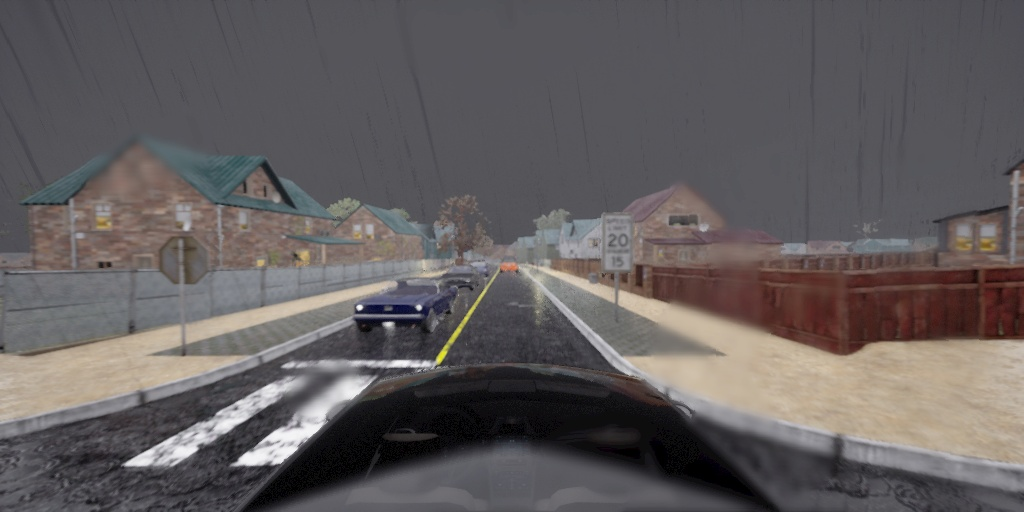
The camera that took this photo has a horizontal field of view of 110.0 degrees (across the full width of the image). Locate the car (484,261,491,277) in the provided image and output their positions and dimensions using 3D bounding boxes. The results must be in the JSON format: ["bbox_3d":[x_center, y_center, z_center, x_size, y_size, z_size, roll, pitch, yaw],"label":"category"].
[{"bbox_3d":[-3.103,1.215,34.080,1.812,1.442,4.674,0,0,0],"label":"car"}]

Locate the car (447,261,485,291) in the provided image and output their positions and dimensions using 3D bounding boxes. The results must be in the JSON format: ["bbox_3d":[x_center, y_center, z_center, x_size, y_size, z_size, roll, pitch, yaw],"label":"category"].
[{"bbox_3d":[-3.001,1.243,21.700,2.033,1.411,5.357,0,0,0],"label":"car"}]

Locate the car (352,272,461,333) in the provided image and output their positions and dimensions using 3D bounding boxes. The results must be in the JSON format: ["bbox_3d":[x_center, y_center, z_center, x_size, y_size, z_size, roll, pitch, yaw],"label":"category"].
[{"bbox_3d":[-2.941,1.325,10.820,1.895,1.301,4.718,0,0,1],"label":"car"}]

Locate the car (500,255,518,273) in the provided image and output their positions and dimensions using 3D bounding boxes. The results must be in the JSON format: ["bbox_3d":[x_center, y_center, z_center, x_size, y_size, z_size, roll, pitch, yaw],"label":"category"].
[{"bbox_3d":[-0.345,1.048,42.241,2.097,1.767,4.553,0,0,-1],"label":"car"}]
